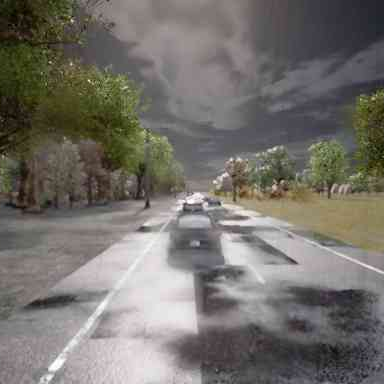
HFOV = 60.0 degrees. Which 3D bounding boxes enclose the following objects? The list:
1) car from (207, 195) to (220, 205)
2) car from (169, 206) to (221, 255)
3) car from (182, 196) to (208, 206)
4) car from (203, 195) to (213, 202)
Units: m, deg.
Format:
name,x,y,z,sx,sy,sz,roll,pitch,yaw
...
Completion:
name,x,y,z,sx,sy,sz,roll,pitch,yaw
car,3.605,1.424,55.100,1.994,1.385,4.181,0,0,0
car,0.099,1.492,13.004,1.812,1.442,4.674,0,0,0
car,0.100,1.409,32.139,2.128,1.511,4.902,0,0,0
car,3.507,1.413,73.072,1.895,1.301,4.718,0,0,0
